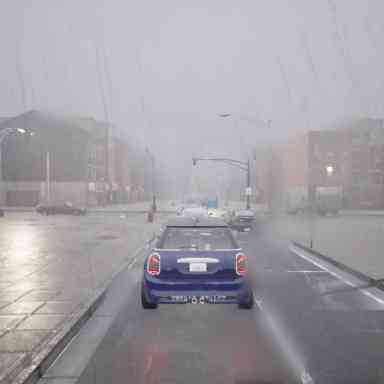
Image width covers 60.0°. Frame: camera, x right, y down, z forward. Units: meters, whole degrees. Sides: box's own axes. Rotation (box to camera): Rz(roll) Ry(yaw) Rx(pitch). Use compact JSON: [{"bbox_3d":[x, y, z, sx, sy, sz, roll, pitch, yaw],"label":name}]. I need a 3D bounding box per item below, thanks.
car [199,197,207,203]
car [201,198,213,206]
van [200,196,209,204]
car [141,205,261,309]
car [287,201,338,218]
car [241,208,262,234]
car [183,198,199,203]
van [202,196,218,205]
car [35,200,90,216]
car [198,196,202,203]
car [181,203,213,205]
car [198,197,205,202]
[{"bbox_3d":[2.709,1.987,82.078,1.887,1.381,4.507,-1,-1,0],"label":"car"},{"bbox_3d":[2.688,1.797,60.917,2.008,1.369,4.403,-1,-1,0],"label":"car"},{"bbox_3d":[2.694,1.678,71.500,1.690,1.788,3.998,-1,-1,0],"label":"van"},{"bbox_3d":[0.107,1.356,8.018,2.097,1.767,4.553,0,0,0],"label":"car"},{"bbox_3d":[11.926,1.714,33.033,4.892,1.490,1.837,1,1,0],"label":"car"},{"bbox_3d":[2.645,1.573,18.089,2.008,1.369,4.403,-1,0,0],"label":"car"},{"bbox_3d":[-0.358,1.721,42.253,1.895,1.301,4.718,0,0,1],"label":"car"},{"bbox_3d":[2.668,1.477,45.048,1.690,1.788,3.998,-1,0,0],"label":"van"},{"bbox_3d":[-11.686,1.460,30.157,4.674,1.442,1.812,1,1,2],"label":"car"},{"bbox_3d":[2.678,1.519,55.630,2.192,1.841,5.009,-1,0,0],"label":"car"},{"bbox_3d":[0.148,1.547,17.837,1.812,1.442,4.674,0,0,1],"label":"car"},{"bbox_3d":[2.721,2.144,92.658,1.802,1.307,4.206,-2,-1,0],"label":"car"}]
